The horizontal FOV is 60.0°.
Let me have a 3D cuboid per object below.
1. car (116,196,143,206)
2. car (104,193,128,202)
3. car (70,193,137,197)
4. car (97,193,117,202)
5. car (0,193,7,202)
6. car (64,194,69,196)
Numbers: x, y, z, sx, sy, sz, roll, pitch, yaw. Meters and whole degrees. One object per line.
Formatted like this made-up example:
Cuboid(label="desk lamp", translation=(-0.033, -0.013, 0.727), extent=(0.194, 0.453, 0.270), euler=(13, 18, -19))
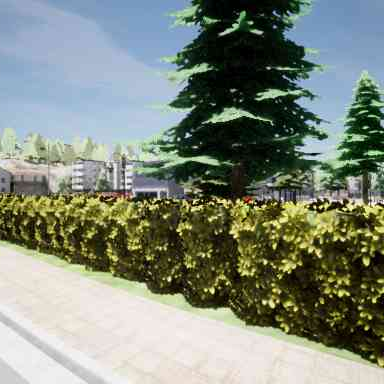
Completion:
Cuboid(label="car", translation=(-10.065, 1.384, 53.309), extent=(1.970, 1.475, 3.806), euler=(0, 0, 44))
Cuboid(label="car", translation=(-15.876, 1.097, 69.643), extent=(1.932, 1.855, 4.605), euler=(0, 0, 44))
Cuboid(label="car", translation=(-8.071, 1.221, 31.035), extent=(2.150, 2.045, 5.566), euler=(0, 0, 44))
Cuboid(label="car", translation=(-18.236, 1.077, 71.388), extent=(1.905, 1.878, 3.866), euler=(0, 0, 44))
Cuboid(label="car", translation=(-41.786, 1.097, 70.187), extent=(1.932, 1.855, 4.605), euler=(0, 0, 44))
Cuboid(label="car", translation=(-27.350, 1.154, 80.367), extent=(2.152, 1.636, 5.027), euler=(0, 0, 44))
